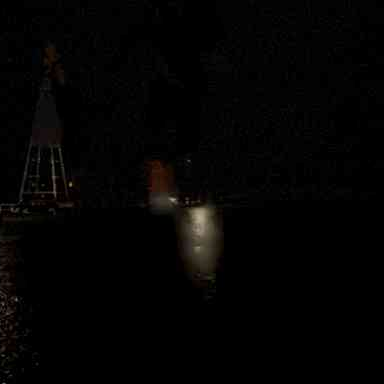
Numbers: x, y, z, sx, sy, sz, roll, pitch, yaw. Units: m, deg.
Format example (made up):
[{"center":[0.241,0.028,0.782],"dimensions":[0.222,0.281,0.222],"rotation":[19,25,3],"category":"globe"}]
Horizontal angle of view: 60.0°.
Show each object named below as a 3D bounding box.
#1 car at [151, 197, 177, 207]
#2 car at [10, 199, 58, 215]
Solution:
[{"center":[-4.345,1.531,52.322],"dimensions":[1.812,1.442,4.674],"rotation":[1,1,38],"category":"car"},{"center":[-16.980,1.582,35.988],"dimensions":[1.837,1.490,4.892],"rotation":[1,1,37],"category":"car"}]
